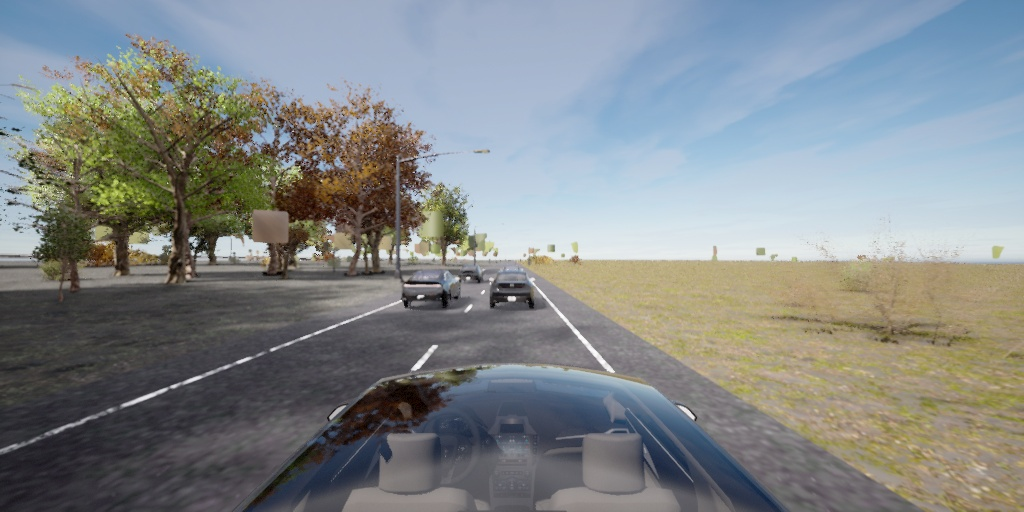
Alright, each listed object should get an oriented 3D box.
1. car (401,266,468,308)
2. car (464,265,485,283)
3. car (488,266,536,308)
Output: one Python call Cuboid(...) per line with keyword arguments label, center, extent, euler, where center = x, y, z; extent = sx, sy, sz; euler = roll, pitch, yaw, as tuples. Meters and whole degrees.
Cuboid(label="car", center=(-3.499, 1.375, 16.146), extent=(2.128, 1.511, 4.902), euler=(0, 0, 0))
Cuboid(label="car", center=(-3.503, 1.529, 31.145), extent=(1.837, 1.490, 4.892), euler=(0, 0, 0))
Cuboid(label="car", center=(0.001, 1.391, 16.136), extent=(1.837, 1.490, 4.892), euler=(0, 0, 0))
